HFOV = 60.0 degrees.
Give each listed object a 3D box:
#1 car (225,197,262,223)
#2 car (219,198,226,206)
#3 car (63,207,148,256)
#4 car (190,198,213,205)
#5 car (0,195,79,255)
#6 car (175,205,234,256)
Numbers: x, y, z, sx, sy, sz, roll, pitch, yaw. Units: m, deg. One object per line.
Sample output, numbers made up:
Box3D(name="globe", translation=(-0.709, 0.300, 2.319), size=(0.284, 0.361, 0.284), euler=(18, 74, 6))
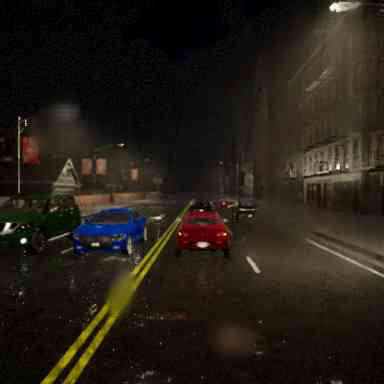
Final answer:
Box3D(name="car", translation=(3.930, 1.364, 24.586), size=(2.128, 1.511, 4.902), euler=(0, 1, 1))
Box3D(name="car", translation=(4.331, 1.371, 40.876), size=(1.895, 1.301, 4.718), euler=(0, 0, 1))
Box3D(name="car", translation=(-2.979, 1.393, 13.044), size=(1.882, 1.535, 5.008), euler=(0, 0, 2))
Box3D(name="car", translation=(0.827, 1.327, 30.567), size=(1.837, 1.490, 4.892), euler=(0, 0, 1))
Box3D(name="car", translation=(-6.222, 1.128, 13.236), size=(2.150, 2.045, 5.566), euler=(0, 0, 2))
Box3D(name="car", translation=(0.385, 1.456, 12.657), size=(1.812, 1.442, 4.674), euler=(0, 0, 1))
